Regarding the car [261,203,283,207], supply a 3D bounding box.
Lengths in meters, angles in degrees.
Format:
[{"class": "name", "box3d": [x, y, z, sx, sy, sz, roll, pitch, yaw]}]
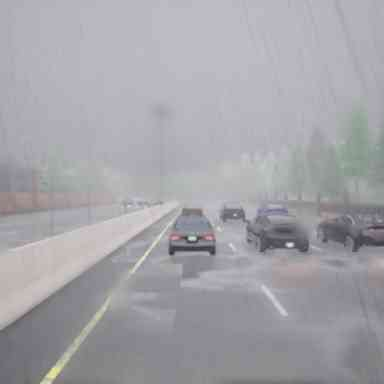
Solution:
[{"class": "car", "box3d": [7.017, 1.755, 29.484, 1.882, 1.535, 5.008, 0, 0, 0]}]

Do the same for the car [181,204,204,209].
[{"class": "car", "box3d": [0.017, 1.755, 29.483, 1.882, 1.535, 5.008, 0, 0, 0]}]

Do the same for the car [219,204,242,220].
[{"class": "car", "box3d": [3.517, 1.755, 29.469, 1.882, 1.535, 5.008, 0, 0, 0]}]

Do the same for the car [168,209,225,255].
[{"class": "car", "box3d": [0.007, 1.679, 13.988, 2.033, 1.411, 5.357, 0, -1, 0]}]

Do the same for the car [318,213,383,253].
[{"class": "car", "box3d": [7.009, 1.628, 14.290, 2.128, 1.511, 4.902, 0, 0, 0]}]

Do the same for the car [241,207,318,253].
[{"class": "car", "box3d": [3.509, 1.643, 14.310, 1.837, 1.490, 4.892, 0, 0, 0]}]
